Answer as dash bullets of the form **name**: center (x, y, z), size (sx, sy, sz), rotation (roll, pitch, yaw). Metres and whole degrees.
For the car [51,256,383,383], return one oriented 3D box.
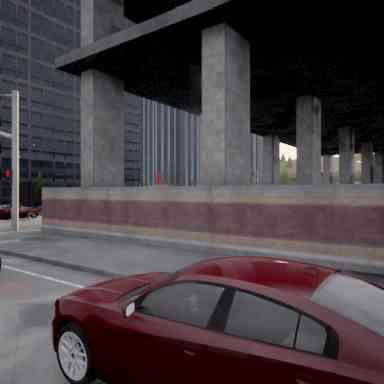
- **car**: center (0.460, 1.478, 3.662), size (5.008, 1.535, 1.882), rotation (0, 0, 35)

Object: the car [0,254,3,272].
- **car**: center (-6.887, 1.564, 8.850), size (4.181, 1.385, 1.994), rotation (0, 0, 36)

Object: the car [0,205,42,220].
- **car**: center (-14.623, 1.657, 26.243), size (1.895, 1.301, 4.718), rotation (0, 0, 35)

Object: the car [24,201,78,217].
- **car**: center (-14.083, 1.656, 33.517), size (1.895, 1.301, 4.718), rotation (0, 0, 36)
